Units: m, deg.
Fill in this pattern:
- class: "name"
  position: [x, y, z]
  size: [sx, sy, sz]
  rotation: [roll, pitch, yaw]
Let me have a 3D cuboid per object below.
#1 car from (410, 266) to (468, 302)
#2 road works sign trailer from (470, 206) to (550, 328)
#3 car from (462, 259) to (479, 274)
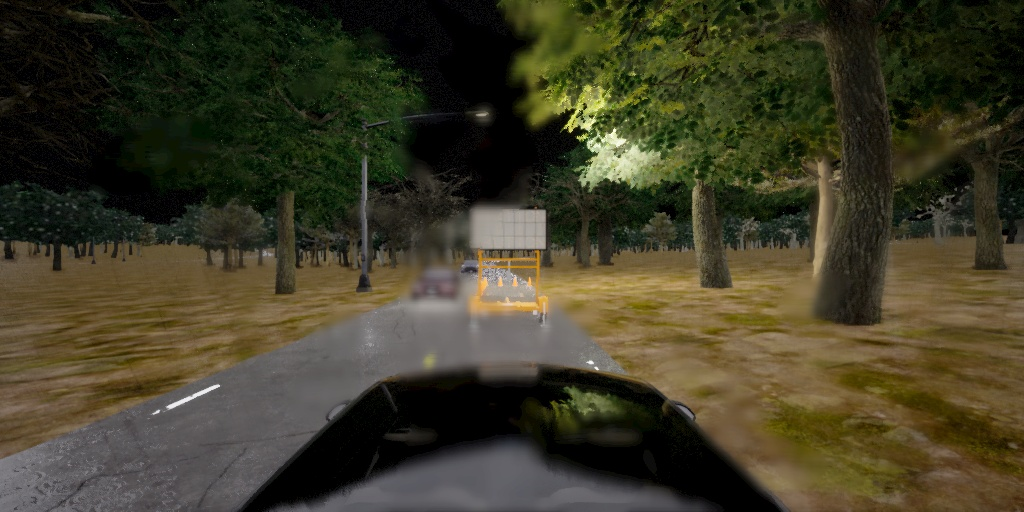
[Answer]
- class: "car"
  position: [-3.409, 1.332, 16.991]
  size: [1.994, 1.385, 4.181]
  rotation: [0, 0, -2]
- class: "road works sign trailer"
  position: [-0.093, 0.225, 11.424]
  size: [2.380, 3.560, 2.880]
  rotation: [0, 0, -2]
- class: "car"
  position: [-4.828, 1.197, 42.795]
  size: [2.097, 1.767, 4.553]
  rotation: [0, 0, -5]
